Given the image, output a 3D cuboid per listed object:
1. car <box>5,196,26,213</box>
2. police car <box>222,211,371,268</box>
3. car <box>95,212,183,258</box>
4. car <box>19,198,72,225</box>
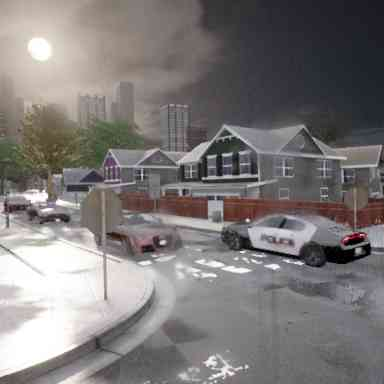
[{"bbox_3d":[-16.798,1.146,32.090,1.882,1.535,5.008,-2,2,-35],"label":"car"},{"bbox_3d":[3.177,1.425,11.328,2.038,1.542,4.974,-1,3,-41],"label":"police car"},{"bbox_3d":[-2.147,1.479,12.696,1.994,1.385,4.181,-2,2,-37],"label":"car"},{"bbox_3d":[-9.830,1.336,22.492,2.033,1.411,5.357,-2,2,-37],"label":"car"}]
